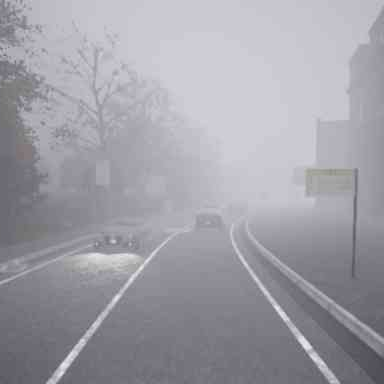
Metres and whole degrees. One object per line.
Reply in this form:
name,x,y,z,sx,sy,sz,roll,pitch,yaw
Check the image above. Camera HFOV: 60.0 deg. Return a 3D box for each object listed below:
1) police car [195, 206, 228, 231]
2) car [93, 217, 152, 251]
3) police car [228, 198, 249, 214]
police car,1.404,1.842,24.291,1.930,1.638,5.238,0,-1,8
car,-3.164,1.895,15.899,1.994,1.385,4.181,0,-1,4
police car,5.899,1.907,42.067,2.038,1.542,4.974,1,1,20
